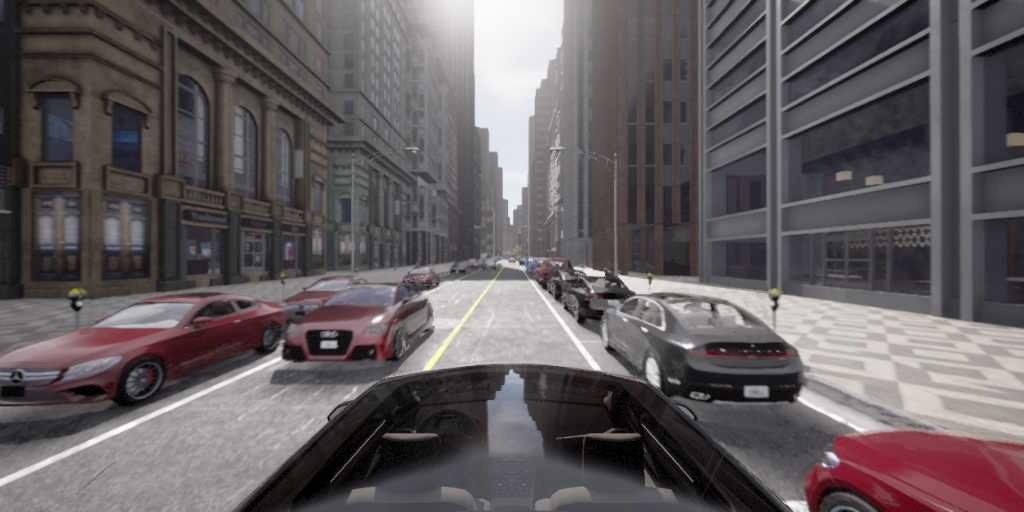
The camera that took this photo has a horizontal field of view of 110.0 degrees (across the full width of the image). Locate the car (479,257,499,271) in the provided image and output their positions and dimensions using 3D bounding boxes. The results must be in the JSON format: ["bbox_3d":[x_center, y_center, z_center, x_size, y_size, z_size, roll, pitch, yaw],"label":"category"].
[{"bbox_3d":[-3.077,1.256,49.283,1.812,1.442,4.674,0,0,0],"label":"car"}]

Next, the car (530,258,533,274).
[{"bbox_3d":[2.764,1.177,28.788,1.967,1.591,4.097,0,0,0],"label":"car"}]

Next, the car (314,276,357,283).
[{"bbox_3d":[-5.762,1.325,11.873,1.802,1.307,4.207,0,0,0],"label":"car"}]

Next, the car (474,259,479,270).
[{"bbox_3d":[-5.761,1.170,51.327,1.967,1.591,4.097,0,0,0],"label":"car"}]

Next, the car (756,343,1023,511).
[{"bbox_3d":[2.763,1.333,0.605,1.802,1.307,4.207,0,0,0],"label":"car"}]

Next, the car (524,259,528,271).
[{"bbox_3d":[2.764,1.283,40.061,2.007,1.370,4.403,0,0,0],"label":"car"}]

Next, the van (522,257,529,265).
[{"bbox_3d":[2.764,1.072,51.334,1.690,1.789,3.998,0,0,0],"label":"van"}]

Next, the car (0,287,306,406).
[{"bbox_3d":[-5.762,1.329,6.236,1.802,1.307,4.207,0,0,0],"label":"car"}]

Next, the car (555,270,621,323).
[{"bbox_3d":[2.763,1.309,11.878,1.948,1.339,4.313,0,0,0],"label":"car"}]

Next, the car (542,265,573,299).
[{"bbox_3d":[2.763,1.307,17.514,1.948,1.339,4.313,0,0,0],"label":"car"}]

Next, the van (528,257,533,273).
[{"bbox_3d":[2.764,1.075,34.425,1.690,1.789,3.998,0,0,0],"label":"van"}]

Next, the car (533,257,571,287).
[{"bbox_3d":[2.764,1.054,23.151,2.192,1.841,5.009,0,0,0],"label":"car"}]

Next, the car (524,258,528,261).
[{"bbox_3d":[2.764,1.257,45.867,1.751,1.417,4.829,0,0,0],"label":"car"}]

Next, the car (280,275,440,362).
[{"bbox_3d":[-3.101,1.310,8.062,1.994,1.385,4.181,0,0,0],"label":"car"}]

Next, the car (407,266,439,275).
[{"bbox_3d":[-5.761,1.321,23.145,1.802,1.307,4.207,0,0,0],"label":"car"}]

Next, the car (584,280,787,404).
[{"bbox_3d":[2.763,1.297,6.242,2.007,1.370,4.403,0,0,0],"label":"car"}]

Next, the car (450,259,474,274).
[{"bbox_3d":[-5.761,1.298,40.055,1.948,1.339,4.313,0,0,0],"label":"car"}]
